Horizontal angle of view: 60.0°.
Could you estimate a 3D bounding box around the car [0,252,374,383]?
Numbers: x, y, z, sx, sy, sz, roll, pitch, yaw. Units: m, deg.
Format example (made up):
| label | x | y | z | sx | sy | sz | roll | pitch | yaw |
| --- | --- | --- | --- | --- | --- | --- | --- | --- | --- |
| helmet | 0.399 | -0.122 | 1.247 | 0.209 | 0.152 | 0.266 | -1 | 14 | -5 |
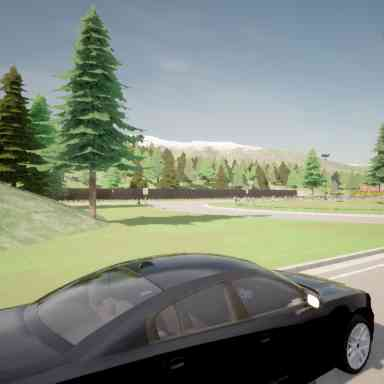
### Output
| label | x | y | z | sx | sy | sz | roll | pitch | yaw |
| --- | --- | --- | --- | --- | --- | --- | --- | --- | --- |
| car | 0.212 | 1.478 | 3.905 | 5.008 | 1.535 | 1.882 | 0 | 0 | -36 |
